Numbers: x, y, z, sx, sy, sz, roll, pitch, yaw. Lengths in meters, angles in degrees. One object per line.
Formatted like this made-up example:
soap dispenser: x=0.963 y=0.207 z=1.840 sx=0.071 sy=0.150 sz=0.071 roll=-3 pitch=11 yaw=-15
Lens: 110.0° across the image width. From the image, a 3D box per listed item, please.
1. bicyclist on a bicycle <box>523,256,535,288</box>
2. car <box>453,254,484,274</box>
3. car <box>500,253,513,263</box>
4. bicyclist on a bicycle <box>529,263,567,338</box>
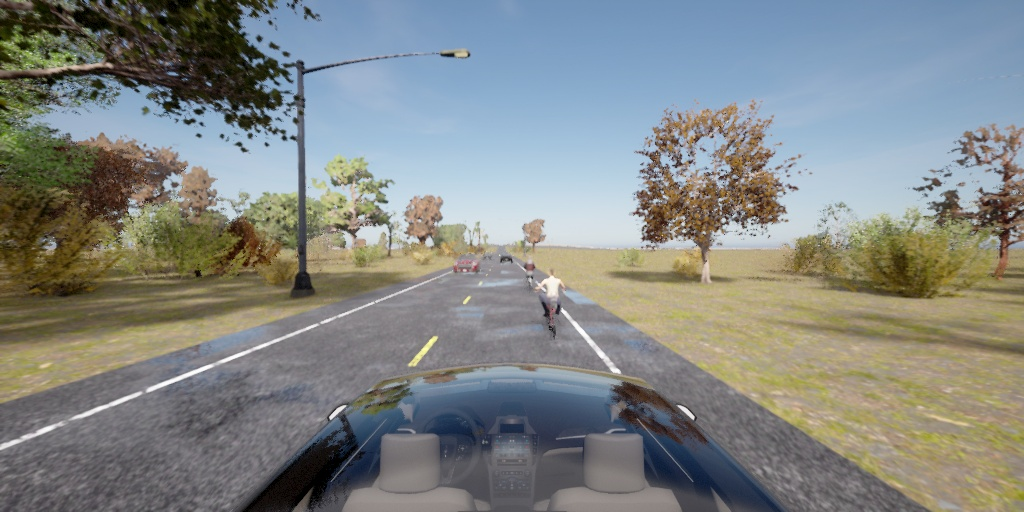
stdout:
bicyclist on a bicycle: x=0.852 y=0.859 z=17.309 sx=0.659 sy=1.776 sz=1.843 roll=0 pitch=1 yaw=-1
car: x=-3.958 y=0.595 z=32.003 sx=2.097 sy=1.767 sz=4.553 roll=0 pitch=1 yaw=-1
car: x=-0.879 y=0.308 z=56.262 sx=1.882 sy=1.535 sz=5.008 roll=0 pitch=1 yaw=-1
bicyclist on a bicycle: x=0.954 y=1.068 z=8.748 sx=0.866 sy=1.612 sz=1.509 roll=0 pitch=1 yaw=-1
